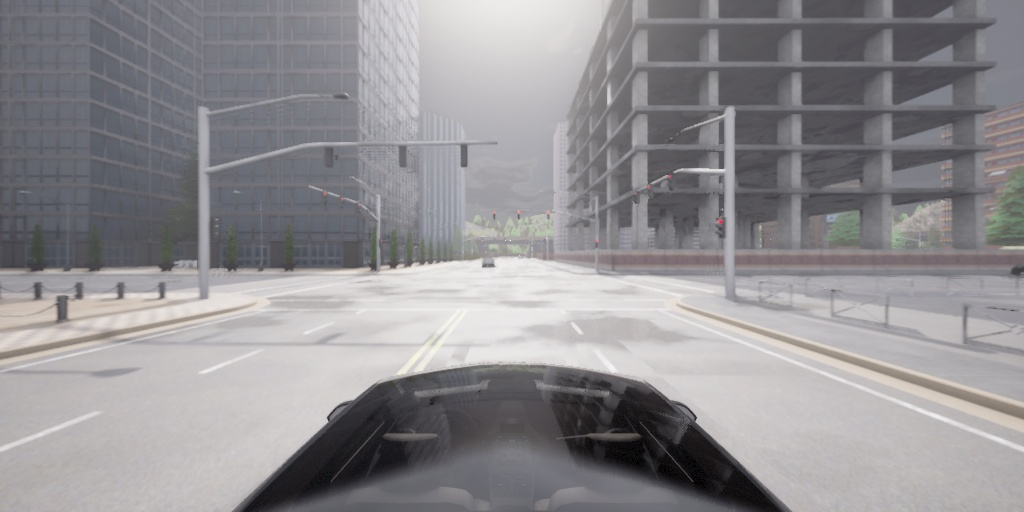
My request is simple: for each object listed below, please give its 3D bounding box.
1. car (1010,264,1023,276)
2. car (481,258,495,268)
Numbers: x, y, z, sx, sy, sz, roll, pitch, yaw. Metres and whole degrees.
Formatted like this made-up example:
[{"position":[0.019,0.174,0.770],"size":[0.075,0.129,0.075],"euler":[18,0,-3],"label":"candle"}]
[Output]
[{"position":[45.891,0.906,30.614],"size":[4.553,1.767,2.097],"euler":[0,0,0],"label":"car"},{"position":[-3.495,1.025,53.761],"size":[1.882,1.535,5.008],"euler":[0,1,0],"label":"car"}]
